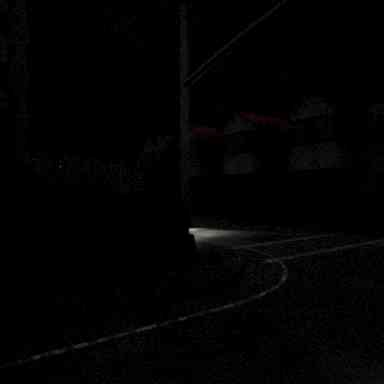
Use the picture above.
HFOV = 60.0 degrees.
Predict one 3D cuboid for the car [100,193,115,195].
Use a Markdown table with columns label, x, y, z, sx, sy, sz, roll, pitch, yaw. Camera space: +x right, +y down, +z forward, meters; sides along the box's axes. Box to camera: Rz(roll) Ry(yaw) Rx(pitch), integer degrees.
| label | x | y | z | sx | sy | sz | roll | pitch | yaw |
| --- | --- | --- | --- | --- | --- | --- | --- | --- | --- |
| car | -19.044 | 1.222 | 75.709 | 3.806 | 1.475 | 1.970 | 0 | 0 | -36 |

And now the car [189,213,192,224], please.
| label | x | y | z | sx | sy | sz | roll | pitch | yaw |
| --- | --- | --- | --- | --- | --- | --- | --- | --- | --- |
| car | -1.971 | 1.342 | 21.737 | 2.097 | 1.767 | 4.553 | 0 | 0 | -36 |

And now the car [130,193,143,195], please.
| label | x | y | z | sx | sy | sz | roll | pitch | yaw |
| --- | --- | --- | --- | --- | --- | --- | --- | --- | --- |
| car | -11.192 | 1.281 | 76.915 | 4.514 | 1.523 | 2.007 | 0 | 0 | -36 |
